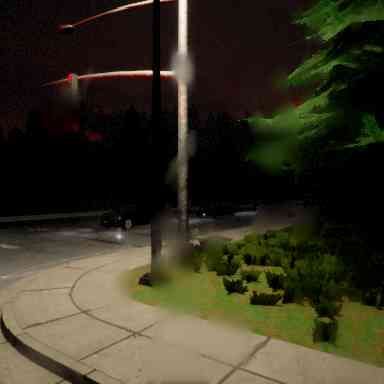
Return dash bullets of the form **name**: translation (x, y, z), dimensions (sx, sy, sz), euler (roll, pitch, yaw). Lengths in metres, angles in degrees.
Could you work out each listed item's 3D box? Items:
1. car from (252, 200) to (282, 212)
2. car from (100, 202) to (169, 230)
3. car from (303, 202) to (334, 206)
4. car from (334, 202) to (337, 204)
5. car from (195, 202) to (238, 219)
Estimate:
- **car**: translation (8.731, 1.574, 38.706), dimensions (1.895, 1.301, 4.718), euler (0, 0, 36)
- **car**: translation (-3.545, 1.451, 21.162), dimensions (1.882, 1.535, 5.008), euler (0, 0, 35)
- **car**: translation (15.958, 1.193, 42.364), dimensions (2.150, 2.045, 5.566), euler (0, 0, 36)
- **car**: translation (22.682, 1.465, 51.394), dimensions (2.128, 1.511, 4.902), euler (0, 0, 37)
- **car**: translation (2.265, 1.574, 29.560), dimensions (1.895, 1.301, 4.718), euler (0, 0, 35)
